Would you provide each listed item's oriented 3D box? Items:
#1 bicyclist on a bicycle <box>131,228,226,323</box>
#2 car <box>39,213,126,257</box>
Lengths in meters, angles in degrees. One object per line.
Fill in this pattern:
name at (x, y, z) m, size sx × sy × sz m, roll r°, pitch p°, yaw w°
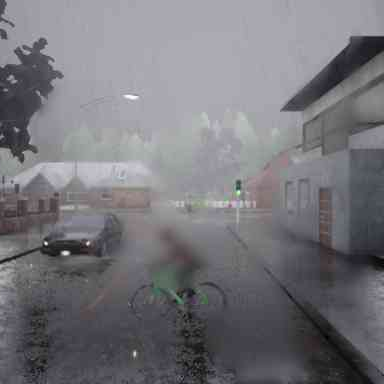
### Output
bicyclist on a bicycle at (-0.246, 1.444, 5.702) m, size 1.656 × 1.620 × 0.582 m, roll -2°, pitch 0°, yaw 0°
car at (-3.955, 1.546, 13.177) m, size 2.033 × 1.411 × 5.357 m, roll 0°, pitch 0°, yaw 1°
